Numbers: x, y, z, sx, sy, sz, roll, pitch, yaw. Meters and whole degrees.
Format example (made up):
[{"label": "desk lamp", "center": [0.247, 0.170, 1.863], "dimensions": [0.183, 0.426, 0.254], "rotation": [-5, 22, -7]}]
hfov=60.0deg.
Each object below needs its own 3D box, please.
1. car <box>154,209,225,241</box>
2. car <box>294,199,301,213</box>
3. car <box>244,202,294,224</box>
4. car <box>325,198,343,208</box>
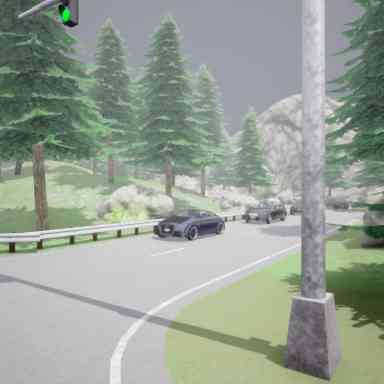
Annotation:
[{"label": "car", "center": [-0.018, 1.579, 17.037], "dimensions": [1.994, 1.385, 4.181], "rotation": [0, 0, 35]}, {"label": "car", "center": [11.264, 1.520, 33.746], "dimensions": [1.837, 1.490, 4.892], "rotation": [0, 0, 28]}, {"label": "car", "center": [5.653, 1.507, 25.207], "dimensions": [2.128, 1.511, 4.902], "rotation": [0, 0, 35]}, {"label": "car", "center": [18.256, 1.574, 42.762], "dimensions": [1.837, 1.490, 4.892], "rotation": [3, 0, 0]}]
